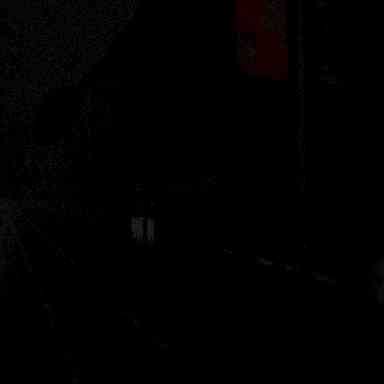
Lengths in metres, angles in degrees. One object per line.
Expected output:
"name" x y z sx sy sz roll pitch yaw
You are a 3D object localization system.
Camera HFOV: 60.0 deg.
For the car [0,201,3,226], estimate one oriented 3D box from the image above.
"car" -13.929 1.544 22.475 2.033 1.411 5.357 0 0 -30
